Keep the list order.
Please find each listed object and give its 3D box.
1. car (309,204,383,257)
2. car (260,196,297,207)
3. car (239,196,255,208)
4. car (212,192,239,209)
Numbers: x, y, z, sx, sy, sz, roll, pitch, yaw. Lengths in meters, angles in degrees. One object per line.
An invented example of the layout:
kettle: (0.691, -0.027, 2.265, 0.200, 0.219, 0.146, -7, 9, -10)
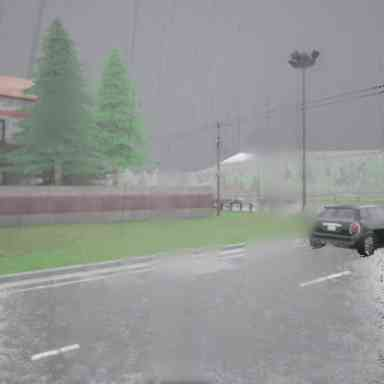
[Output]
car: (6.566, 1.254, 12.734, 4.553, 1.767, 2.097, 0, 0, -35)
car: (12.030, 1.264, 46.830, 2.033, 1.411, 5.357, -1, 0, -36)
car: (6.026, 1.296, 43.183, 1.812, 1.442, 4.674, -1, 0, -36)
car: (2.804, 1.018, 41.648, 2.150, 2.045, 5.566, -1, 0, -36)
